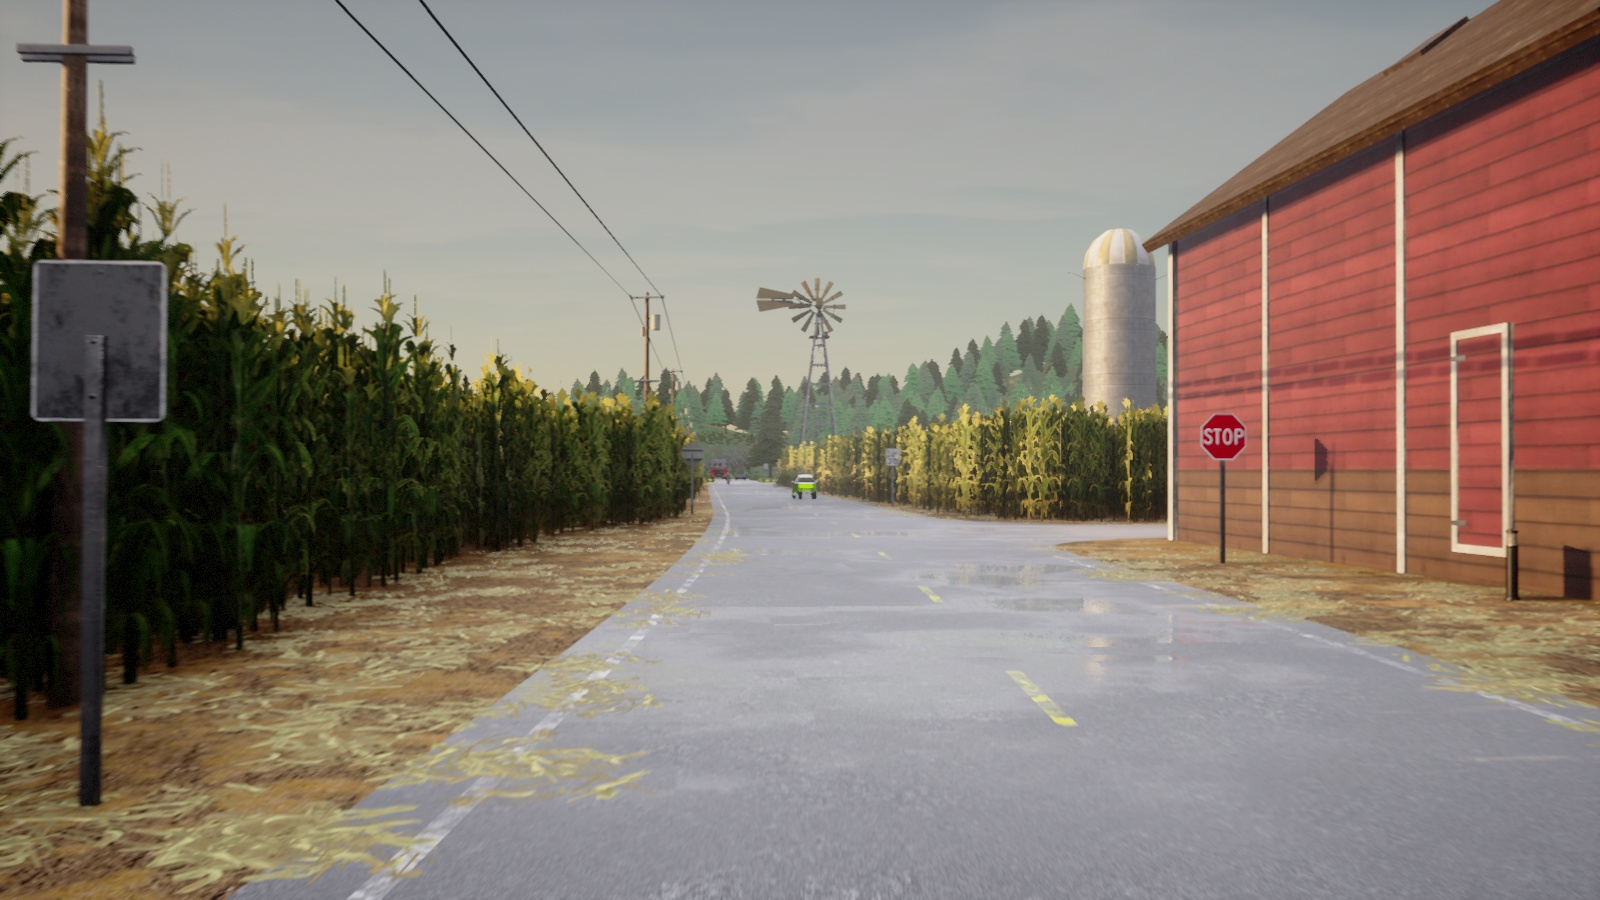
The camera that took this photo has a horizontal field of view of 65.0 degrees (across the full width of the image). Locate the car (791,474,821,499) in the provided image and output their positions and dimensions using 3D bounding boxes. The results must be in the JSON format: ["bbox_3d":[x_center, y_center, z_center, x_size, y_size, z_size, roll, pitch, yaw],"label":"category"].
[{"bbox_3d":[0.340,2.047,70.386,1.481,1.376,2.207,0,-1,-4],"label":"car"}]
